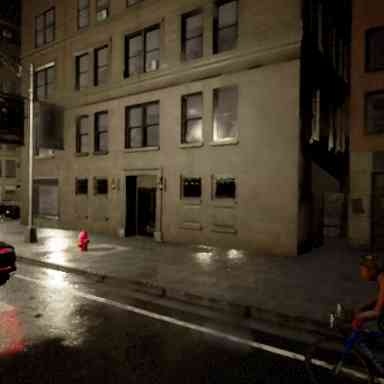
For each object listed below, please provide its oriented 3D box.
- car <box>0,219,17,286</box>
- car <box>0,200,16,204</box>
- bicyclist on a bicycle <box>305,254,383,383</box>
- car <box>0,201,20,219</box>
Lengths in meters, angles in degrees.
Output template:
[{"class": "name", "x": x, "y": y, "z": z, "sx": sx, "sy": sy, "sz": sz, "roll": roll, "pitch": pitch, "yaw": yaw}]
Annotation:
[{"class": "car", "x": -6.184, "y": 1.486, "z": 8.102, "sx": 4.902, "sy": 1.511, "sz": 2.128, "roll": 0, "pitch": 0, "yaw": 36}, {"class": "car", "x": -18.709, "y": 1.576, "z": 33.533, "sx": 1.882, "sy": 1.535, "sz": 5.008, "roll": 1, "pitch": 0, "yaw": 36}, {"class": "bicyclist on a bicycle", "x": 1.942, "y": 1.453, "z": 3.274, "sx": 1.656, "sy": 1.620, "sz": 0.582, "roll": 0, "pitch": 0, "yaw": 36}, {"class": "car", "x": -14.175, "y": 1.749, "z": 29.649, "sx": 1.947, "sy": 1.339, "sz": 4.313, "roll": 0, "pitch": 0, "yaw": 36}]
